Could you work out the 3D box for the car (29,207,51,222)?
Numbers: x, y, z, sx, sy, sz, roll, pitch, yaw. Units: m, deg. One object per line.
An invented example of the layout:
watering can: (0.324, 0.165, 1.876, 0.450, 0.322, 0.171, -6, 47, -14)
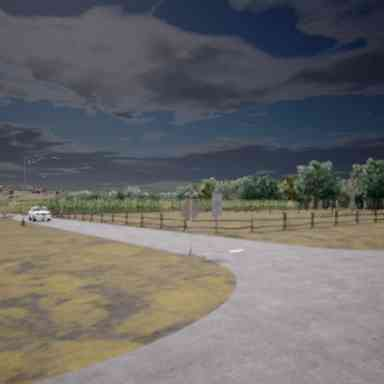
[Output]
car: (-21.824, 3.144, 47.691, 2.150, 2.045, 5.566, 2, -3, -35)
